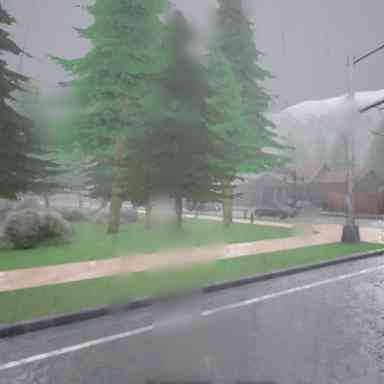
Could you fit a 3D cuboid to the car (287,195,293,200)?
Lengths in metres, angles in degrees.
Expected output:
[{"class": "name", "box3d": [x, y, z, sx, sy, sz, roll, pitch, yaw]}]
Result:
[{"class": "car", "box3d": [13.167, 1.305, 42.839, 3.866, 1.878, 1.905, 0, 0, -37]}]

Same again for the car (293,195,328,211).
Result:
[{"class": "car", "box3d": [14.988, 1.305, 41.063, 4.605, 1.855, 1.932, 0, 0, -37]}]

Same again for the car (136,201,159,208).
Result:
[{"class": "car", "box3d": [-6.589, 1.640, 48.161, 1.994, 1.385, 4.181, 0, 0, -38]}]

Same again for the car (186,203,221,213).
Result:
[{"class": "car", "box3d": [1.271, 1.571, 37.790, 2.128, 1.511, 4.902, 0, 0, -37]}]

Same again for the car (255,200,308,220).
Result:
[{"class": "car", "box3d": [7.575, 1.644, 29.367, 1.994, 1.385, 4.181, 0, 0, -37]}]
